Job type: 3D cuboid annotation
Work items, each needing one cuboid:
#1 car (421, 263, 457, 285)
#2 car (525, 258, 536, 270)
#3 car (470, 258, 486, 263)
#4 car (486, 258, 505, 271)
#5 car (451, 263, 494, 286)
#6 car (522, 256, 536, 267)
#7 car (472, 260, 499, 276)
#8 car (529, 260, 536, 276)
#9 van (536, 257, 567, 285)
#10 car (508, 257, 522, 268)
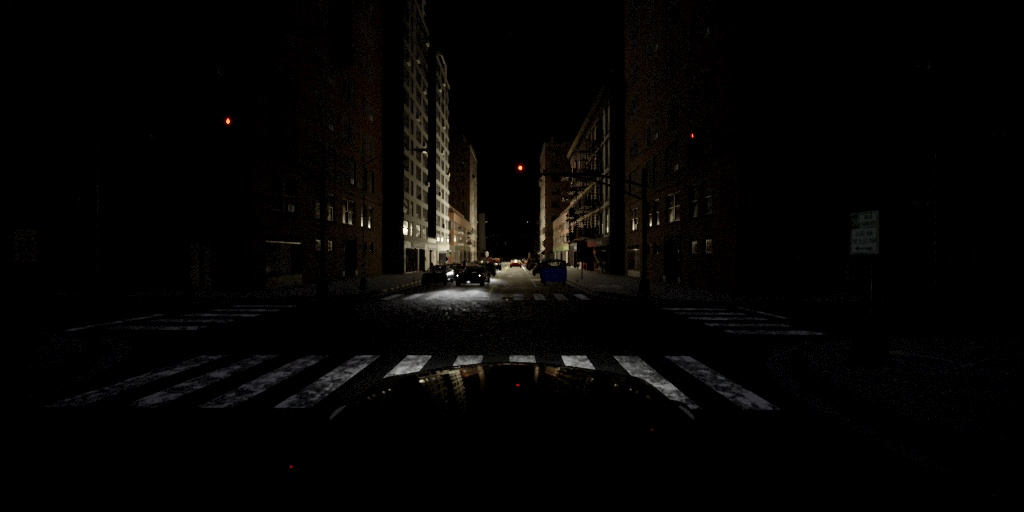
[{"bbox_3d":[-5.175,1.299,25.440,2.007,1.370,4.403,0,0,1],"label":"car"},{"bbox_3d":[3.058,1.325,48.099,1.802,1.307,4.207,0,0,1],"label":"car"},{"bbox_3d":[-4.968,1.269,47.997,1.751,1.417,4.829,0,0,1],"label":"car"},{"bbox_3d":[-2.407,1.307,48.747,1.994,1.385,4.181,0,0,1],"label":"car"},{"bbox_3d":[-2.649,1.349,25.147,1.895,1.301,4.718,0,0,4],"label":"car"},{"bbox_3d":[3.110,1.054,53.781,2.192,1.841,5.009,0,0,1],"label":"car"},{"bbox_3d":[-2.544,1.348,35.158,1.895,1.301,4.718,0,0,1],"label":"car"},{"bbox_3d":[2.954,1.329,36.736,1.802,1.307,4.207,0,0,1],"label":"car"},{"bbox_3d":[2.850,1.089,25.375,1.690,1.789,3.998,0,0,1],"label":"van"},{"bbox_3d":[0.626,1.336,59.057,1.895,1.301,4.718,0,0,1],"label":"car"}]
